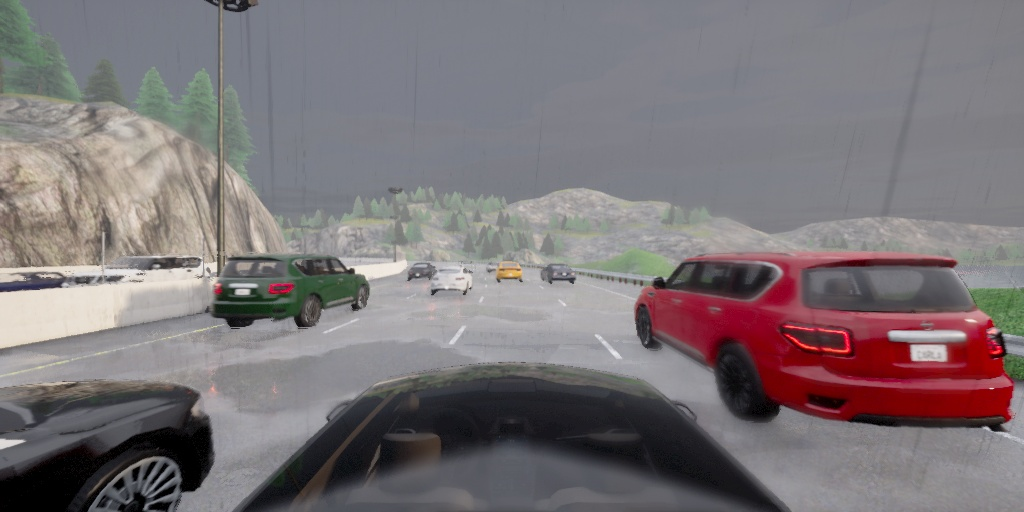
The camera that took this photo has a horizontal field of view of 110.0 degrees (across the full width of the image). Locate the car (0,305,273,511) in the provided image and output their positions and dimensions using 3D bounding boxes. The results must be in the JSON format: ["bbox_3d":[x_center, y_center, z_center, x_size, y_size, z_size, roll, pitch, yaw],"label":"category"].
[{"bbox_3d":[-3.419,1.242,0.896,2.128,1.511,4.902,0,0,3],"label":"car"}]

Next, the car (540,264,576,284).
[{"bbox_3d":[3.363,1.284,26.930,2.033,1.411,5.357,0,0,-4],"label":"car"}]

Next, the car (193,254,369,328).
[{"bbox_3d":[-6.565,0.966,11.436,2.150,2.045,5.566,0,0,0],"label":"car"}]

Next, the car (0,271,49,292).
[{"bbox_3d":[-20.778,1.340,15.036,1.895,1.301,4.718,0,0,-1],"label":"car"}]

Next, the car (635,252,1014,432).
[{"bbox_3d":[3.831,0.969,5.901,2.150,2.045,5.566,0,0,2],"label":"car"}]

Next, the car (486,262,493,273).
[{"bbox_3d":[-2.036,1.329,42.576,1.895,1.301,4.718,0,0,-9],"label":"car"}]

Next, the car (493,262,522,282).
[{"bbox_3d":[-0.310,1.213,28.601,1.882,1.535,5.008,0,0,-5],"label":"car"}]

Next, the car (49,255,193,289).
[{"bbox_3d":[-17.331,0.961,17.087,2.150,2.045,5.566,0,0,-2],"label":"car"}]

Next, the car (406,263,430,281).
[{"bbox_3d":[-7.434,1.259,29.760,1.812,1.442,4.674,0,0,-5],"label":"car"}]

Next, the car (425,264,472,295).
[{"bbox_3d":[-3.230,1.265,19.598,1.812,1.442,4.674,0,0,-2],"label":"car"}]
